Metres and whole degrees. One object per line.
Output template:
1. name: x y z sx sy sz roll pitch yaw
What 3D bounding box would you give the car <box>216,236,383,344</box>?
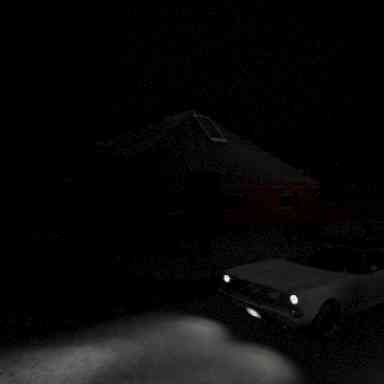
1. car: 2.782 1.627 6.589 4.718 1.301 1.895 0 0 -35
